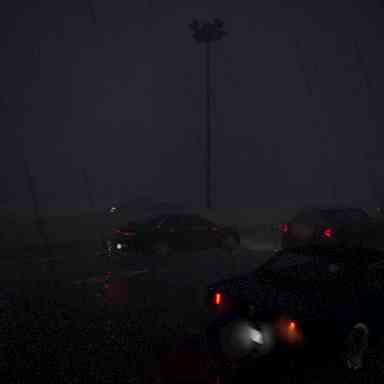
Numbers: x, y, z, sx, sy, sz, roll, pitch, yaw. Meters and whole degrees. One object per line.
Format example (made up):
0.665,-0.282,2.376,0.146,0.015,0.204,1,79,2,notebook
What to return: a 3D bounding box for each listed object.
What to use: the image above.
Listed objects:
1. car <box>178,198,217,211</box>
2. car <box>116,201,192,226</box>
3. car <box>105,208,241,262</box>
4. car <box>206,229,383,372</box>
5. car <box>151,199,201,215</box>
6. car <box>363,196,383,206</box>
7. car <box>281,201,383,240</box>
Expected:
0.718,1.445,38.894,4.181,1.385,1.994,0,0,-35,car
-2.640,1.432,23.605,4.902,1.511,2.128,0,0,-35,car
-0.374,1.471,12.080,4.892,1.490,1.837,0,0,-35,car
2.629,1.573,5.623,4.718,1.301,1.895,0,0,-35,car
-1.520,1.433,32.989,4.674,1.442,1.812,0,0,-36,car
27.508,1.300,49.367,4.181,1.385,1.994,0,0,-35,car
5.300,1.295,11.827,4.553,1.767,2.097,0,0,-36,car
